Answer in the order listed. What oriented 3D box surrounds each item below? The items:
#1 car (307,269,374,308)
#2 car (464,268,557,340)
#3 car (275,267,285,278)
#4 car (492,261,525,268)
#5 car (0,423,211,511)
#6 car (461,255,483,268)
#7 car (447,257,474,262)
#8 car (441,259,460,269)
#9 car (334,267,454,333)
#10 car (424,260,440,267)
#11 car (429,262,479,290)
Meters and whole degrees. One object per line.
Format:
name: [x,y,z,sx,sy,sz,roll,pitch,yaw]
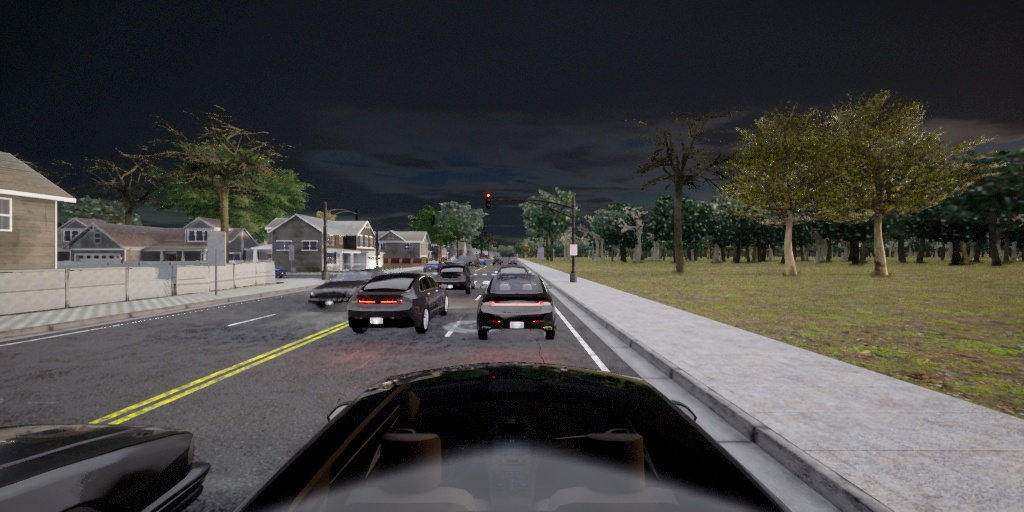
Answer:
car: [-6.581,1.297,15.590,2.033,1.411,5.357,0,0,0]
car: [0.110,1.242,9.986,2.128,1.511,4.902,0,0,0]
car: [-22.708,1.258,31.575,5.008,1.535,1.882,0,0,0]
car: [0.052,1.228,19.388,1.882,1.535,5.008,0,0,1]
car: [-3.160,1.297,0.110,2.033,1.411,5.357,0,0,1]
car: [-6.524,0.944,58.652,2.150,2.045,5.566,0,1,0]
car: [-6.542,1.233,45.437,2.128,1.511,4.902,0,0,0]
car: [-9.764,1.279,57.017,2.033,1.411,5.357,0,0,0]
car: [-3.137,1.255,10.736,1.837,1.490,4.892,0,0,0]
car: [-9.794,1.268,45.193,1.812,1.442,4.674,0,0,0]
car: [-3.114,1.255,20.070,1.837,1.490,4.892,0,0,-1]
